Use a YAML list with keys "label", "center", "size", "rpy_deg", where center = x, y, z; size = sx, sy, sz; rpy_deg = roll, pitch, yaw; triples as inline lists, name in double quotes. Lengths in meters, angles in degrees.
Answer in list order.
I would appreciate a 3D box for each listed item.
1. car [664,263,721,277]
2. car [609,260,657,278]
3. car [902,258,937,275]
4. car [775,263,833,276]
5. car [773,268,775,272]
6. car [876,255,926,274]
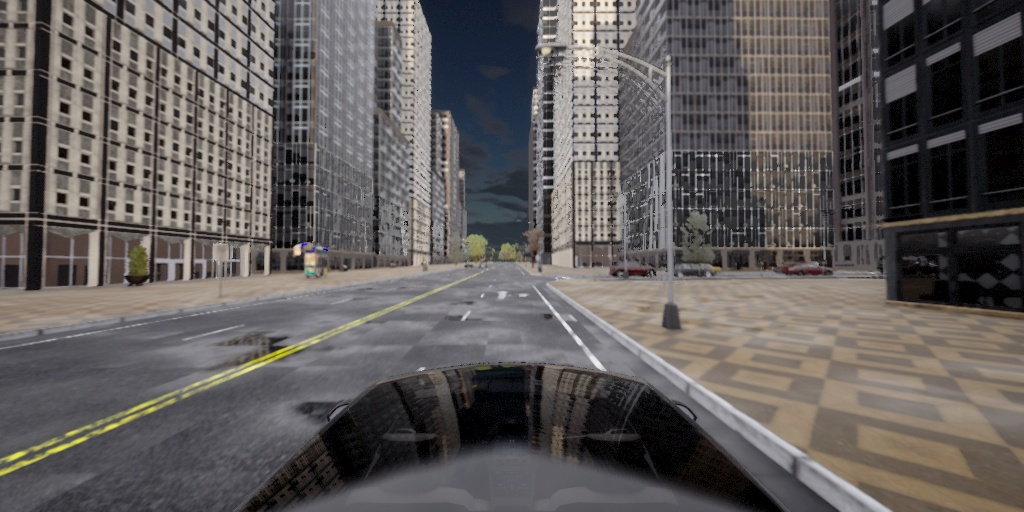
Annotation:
- label: "car"
  center: [16.688, 1.374, 33.719]
  size: [4.403, 1.370, 2.007]
  rpy_deg: [0, 0, -1]
- label: "car"
  center: [12.240, 1.290, 36.375]
  size: [4.553, 1.767, 2.097]
  rpy_deg: [-1, -2, -1]
- label: "car"
  center: [38.923, 1.163, 34.011]
  size: [4.507, 1.381, 1.888]
  rpy_deg: [0, 0, -1]
- label: "car"
  center: [27.805, 1.303, 33.865]
  size: [4.207, 1.307, 1.802]
  rpy_deg: [0, 0, -1]
- label: "car"
  center: [33.256, 1.477, 42.315]
  size: [4.207, 1.307, 1.802]
  rpy_deg: [0, 0, -1]
- label: "car"
  center: [40.731, 0.890, 36.718]
  size: [5.566, 2.045, 2.150]
  rpy_deg: [0, -2, 0]
